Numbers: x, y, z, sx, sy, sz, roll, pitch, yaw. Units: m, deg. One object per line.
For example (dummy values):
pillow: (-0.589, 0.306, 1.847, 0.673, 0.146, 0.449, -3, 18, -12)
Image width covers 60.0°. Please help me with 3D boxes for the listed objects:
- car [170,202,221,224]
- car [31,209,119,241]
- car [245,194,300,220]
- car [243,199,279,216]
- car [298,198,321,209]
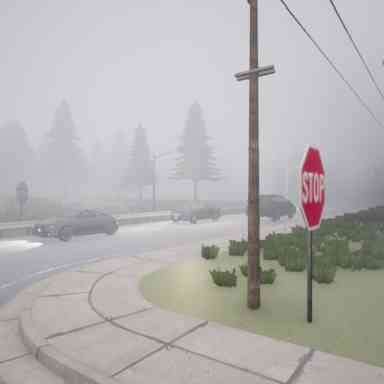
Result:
car: (0.358, 1.490, 24.920, 2.128, 1.511, 4.902, 0, 0, 37)
car: (-5.744, 1.562, 16.700, 1.994, 1.385, 4.181, 0, 0, 37)
car: (6.558, 1.220, 27.093, 2.150, 2.045, 5.566, 0, 0, 37)
car: (7.173, 1.524, 34.082, 1.812, 1.442, 4.674, 0, 0, 37)
car: (16.416, 1.567, 46.390, 1.812, 1.442, 4.674, 0, 0, 37)
